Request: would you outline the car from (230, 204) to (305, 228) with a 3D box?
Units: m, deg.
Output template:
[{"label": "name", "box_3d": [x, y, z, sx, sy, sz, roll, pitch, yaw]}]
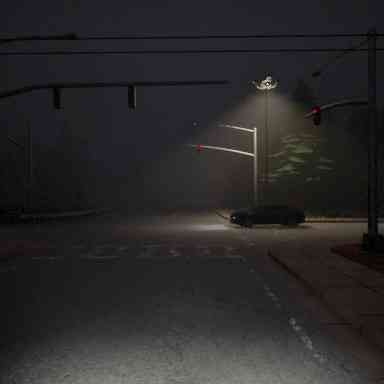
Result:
[{"label": "car", "box_3d": [4.967, 1.559, 22.075, 4.892, 1.490, 1.837, 0, 0, -3]}]
